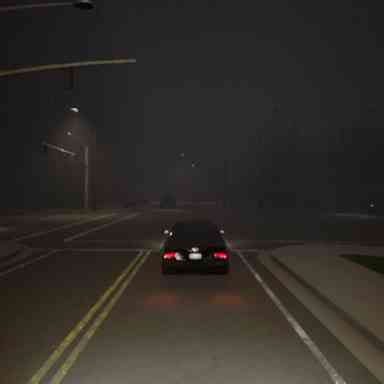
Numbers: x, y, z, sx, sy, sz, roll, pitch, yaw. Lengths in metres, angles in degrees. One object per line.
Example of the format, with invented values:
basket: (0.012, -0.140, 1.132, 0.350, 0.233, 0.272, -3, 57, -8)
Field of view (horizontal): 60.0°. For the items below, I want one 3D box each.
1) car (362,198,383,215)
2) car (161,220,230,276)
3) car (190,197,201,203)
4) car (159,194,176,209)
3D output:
car: (20.215, 1.407, 34.626, 4.553, 1.767, 2.097, 0, 0, -1)
car: (0.078, 1.578, 10.414, 2.033, 1.411, 5.357, 0, 0, 0)
car: (0.730, 1.744, 74.760, 1.812, 1.442, 4.674, 0, 0, 12)
car: (-3.599, 1.368, 49.790, 2.150, 2.045, 5.566, 0, 0, 0)
